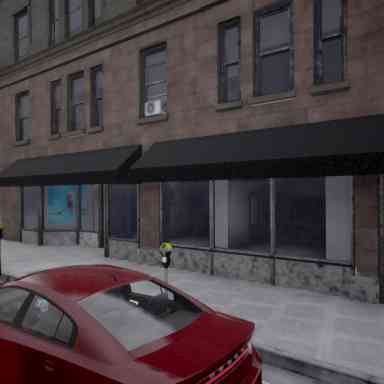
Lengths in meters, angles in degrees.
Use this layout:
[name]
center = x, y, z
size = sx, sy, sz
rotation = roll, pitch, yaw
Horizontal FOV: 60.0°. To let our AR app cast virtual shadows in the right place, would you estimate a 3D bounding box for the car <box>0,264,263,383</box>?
[car]
center = -1.444, 1.545, 3.875
size = 4.507, 1.381, 1.887
rotation = 0, 0, 35
